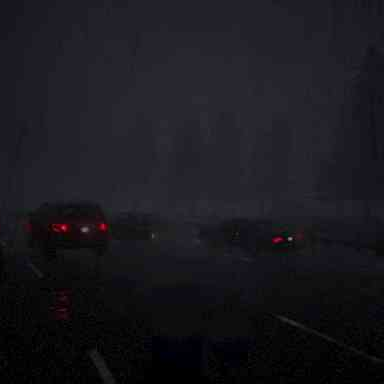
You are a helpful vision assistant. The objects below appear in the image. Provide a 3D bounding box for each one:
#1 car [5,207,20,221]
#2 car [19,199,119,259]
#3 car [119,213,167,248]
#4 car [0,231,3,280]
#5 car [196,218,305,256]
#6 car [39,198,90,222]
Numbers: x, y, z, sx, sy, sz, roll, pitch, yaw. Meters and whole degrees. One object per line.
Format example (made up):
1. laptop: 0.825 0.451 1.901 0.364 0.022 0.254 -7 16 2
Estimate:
1. car: -14.317 1.926 28.657 4.718 1.301 1.895 0 -1 42
2. car: -5.303 1.408 13.701 2.150 2.045 5.566 2 -1 -36
3. car: -3.095 1.769 16.508 2.128 1.511 4.902 2 -1 -36
4. car: -6.639 1.588 9.551 1.837 1.490 4.892 2 -1 -35
5. car: 2.383 1.888 14.952 2.033 1.411 5.357 2 -1 -34
6. car: -12.151 1.636 31.460 5.566 2.045 2.150 0 -2 42
